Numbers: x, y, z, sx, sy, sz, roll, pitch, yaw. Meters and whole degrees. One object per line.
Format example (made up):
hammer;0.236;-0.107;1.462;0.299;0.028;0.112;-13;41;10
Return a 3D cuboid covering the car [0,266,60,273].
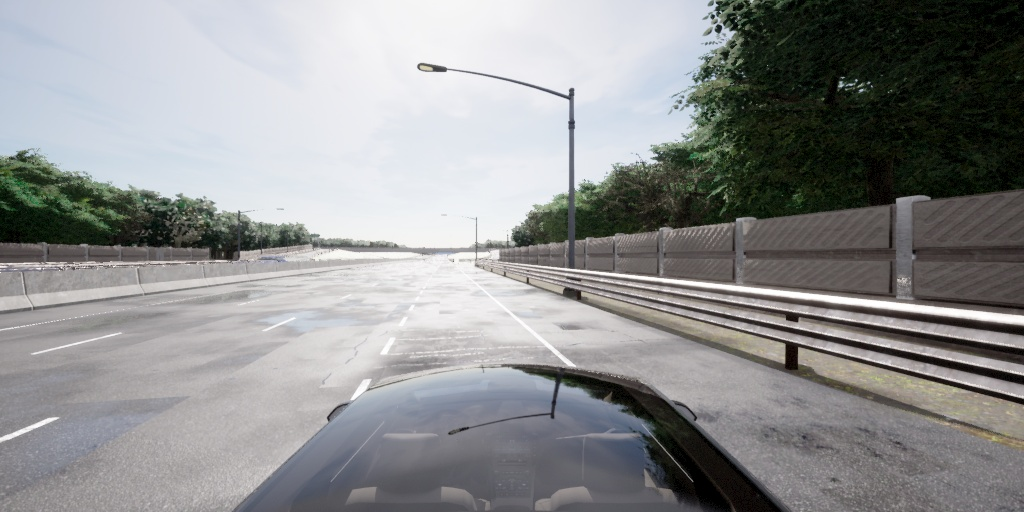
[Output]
car;-28.427;1.301;20.665;2.033;1.411;5.357;0;0;-11

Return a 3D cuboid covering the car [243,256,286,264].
car;-29.018;1.005;42.772;2.150;2.045;5.566;0;0;-11
